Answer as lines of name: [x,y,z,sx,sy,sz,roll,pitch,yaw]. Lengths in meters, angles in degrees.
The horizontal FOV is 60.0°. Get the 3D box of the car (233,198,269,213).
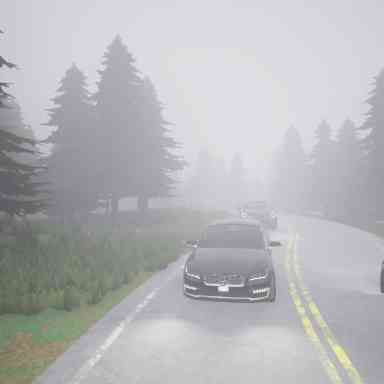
car: [6.200,1.410,35.732,1.837,1.490,4.892,2,-1,-16]

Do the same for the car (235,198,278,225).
car: [3.875,1.270,20.363,2.097,1.767,4.553,-1,0,5]

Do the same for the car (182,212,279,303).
car: [1.090,1.496,8.410,1.837,1.490,4.892,-1,0,12]

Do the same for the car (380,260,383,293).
car: [4.493,1.308,4.640,2.097,1.767,4.553,-1,0,8]

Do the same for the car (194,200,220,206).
car: [1.916,1.799,44.857,1.812,1.442,4.674,3,-5,-35]
